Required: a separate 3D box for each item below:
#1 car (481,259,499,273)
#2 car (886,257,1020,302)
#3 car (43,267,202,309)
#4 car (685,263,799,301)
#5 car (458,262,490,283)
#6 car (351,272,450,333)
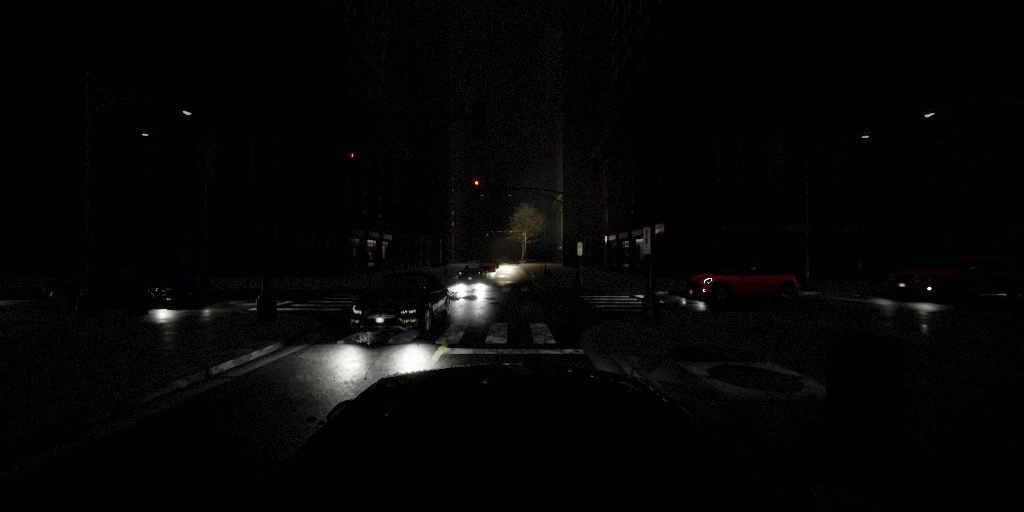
[{"bbox_3d":[-3.080,1.111,44.283,2.097,1.767,4.553,0,0,0],"label":"car"},{"bbox_3d":[21.365,1.041,17.077,5.566,2.045,2.150,0,0,0],"label":"car"},{"bbox_3d":[-14.907,1.177,13.895,5.008,1.535,1.882,0,0,2],"label":"car"},{"bbox_3d":[10.785,1.139,17.088,4.553,1.767,2.097,0,0,0],"label":"car"},{"bbox_3d":[-3.091,1.351,28.609,1.895,1.301,4.718,0,0,0],"label":"car"},{"bbox_3d":[-3.096,1.254,10.829,1.837,1.490,4.892,0,0,0],"label":"car"}]
